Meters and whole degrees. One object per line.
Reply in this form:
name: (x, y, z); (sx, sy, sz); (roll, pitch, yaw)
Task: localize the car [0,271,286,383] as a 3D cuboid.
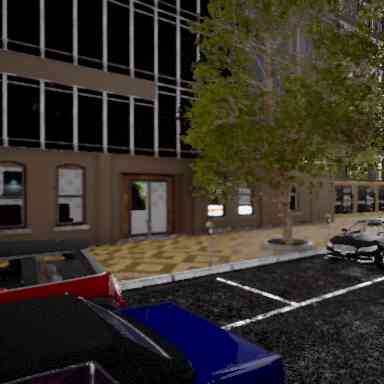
car: (-1.603, 1.601, 2.235); (4.718, 1.301, 1.895); (0, 0, -36)

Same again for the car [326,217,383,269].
car: (6.224, 1.550, 11.003); (4.403, 1.369, 2.008); (0, 0, -36)

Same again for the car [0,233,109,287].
car: (-3.043, 1.440, 4.390); (4.097, 1.590, 1.967); (0, 0, -36)
